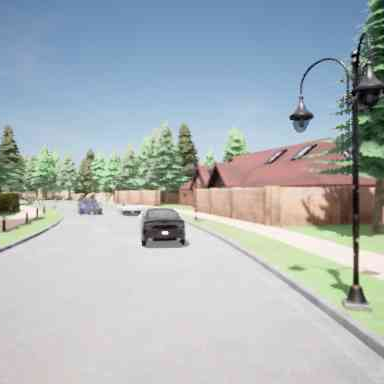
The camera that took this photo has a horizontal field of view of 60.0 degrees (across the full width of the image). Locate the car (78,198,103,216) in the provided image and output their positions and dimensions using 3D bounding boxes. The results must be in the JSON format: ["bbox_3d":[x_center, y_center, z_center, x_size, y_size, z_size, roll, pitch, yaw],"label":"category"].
[{"bbox_3d":[-10.475,1.414,34.117,2.097,1.767,4.553,0,0,-22],"label":"car"}]

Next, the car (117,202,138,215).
[{"bbox_3d":[-6.559,1.648,34.343,1.895,1.301,4.718,0,0,-21],"label":"car"}]

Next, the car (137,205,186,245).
[{"bbox_3d":[-1.501,1.493,15.834,1.882,1.535,5.008,0,0,-10],"label":"car"}]

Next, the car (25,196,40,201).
[{"bbox_3d":[-33.139,1.419,68.797,1.882,1.535,5.008,0,0,-44],"label":"car"}]
